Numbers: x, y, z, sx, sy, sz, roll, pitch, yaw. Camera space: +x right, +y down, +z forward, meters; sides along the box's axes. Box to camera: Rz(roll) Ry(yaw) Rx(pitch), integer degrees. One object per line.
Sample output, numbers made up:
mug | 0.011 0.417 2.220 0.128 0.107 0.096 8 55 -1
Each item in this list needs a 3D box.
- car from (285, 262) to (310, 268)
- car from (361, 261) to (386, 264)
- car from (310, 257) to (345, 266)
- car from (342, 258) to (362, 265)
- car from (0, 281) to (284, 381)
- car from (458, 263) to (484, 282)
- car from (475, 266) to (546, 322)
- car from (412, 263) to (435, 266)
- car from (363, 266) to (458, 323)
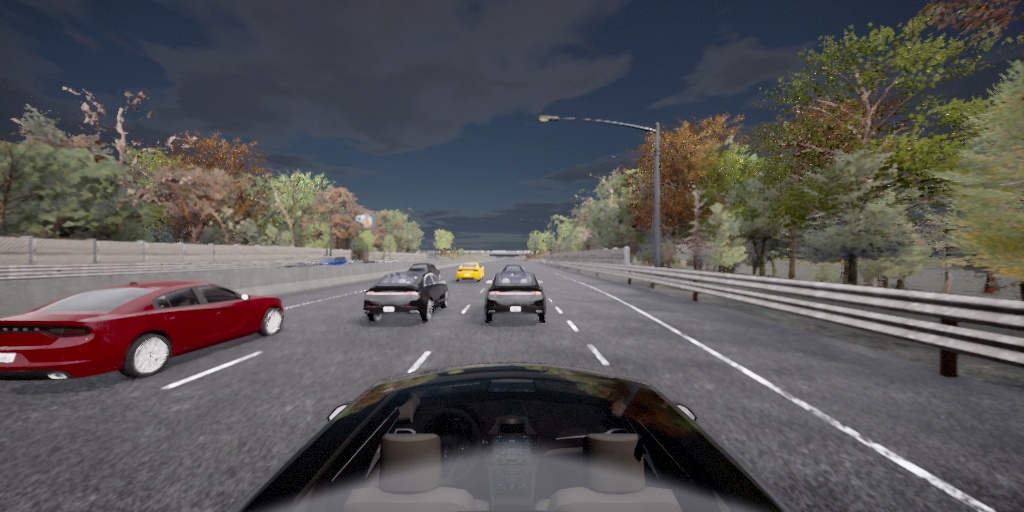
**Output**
car | -28.070 1.477 47.885 1.895 1.301 4.718 0 0 0
car | -17.582 1.475 47.231 1.895 1.301 4.718 0 0 0
car | -24.565 1.102 48.951 2.150 2.045 5.566 0 0 0
car | -21.067 1.388 49.494 1.837 1.490 4.892 0 -1 0
car | -6.901 1.239 7.362 1.882 1.535 5.008 0 0 0
car | -3.399 1.297 29.874 1.882 1.535 5.008 0 0 0
car | 0.100 1.265 12.371 2.128 1.511 4.902 0 0 0
car | -6.901 1.320 28.325 1.837 1.490 4.892 0 0 0
car | -3.400 1.264 12.317 2.128 1.511 4.902 0 0 0
